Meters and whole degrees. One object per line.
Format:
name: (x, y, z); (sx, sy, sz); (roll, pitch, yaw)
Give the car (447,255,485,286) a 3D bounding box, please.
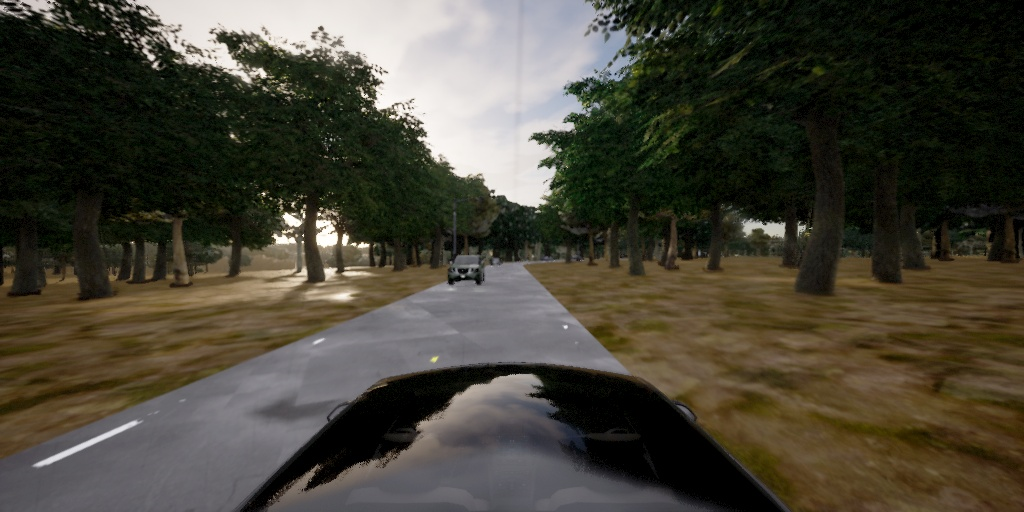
car: (-3.100, 0.923, 25.413); (2.150, 2.045, 5.566); (0, 0, 0)
